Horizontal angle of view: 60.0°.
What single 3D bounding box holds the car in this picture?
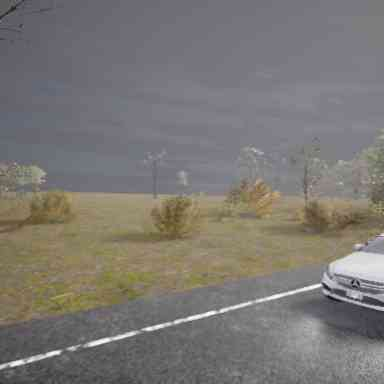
[{"bbox_3d":[4.836,1.616,7.338,4.674,1.442,1.812,1,-1,-35],"label":"car"}]
